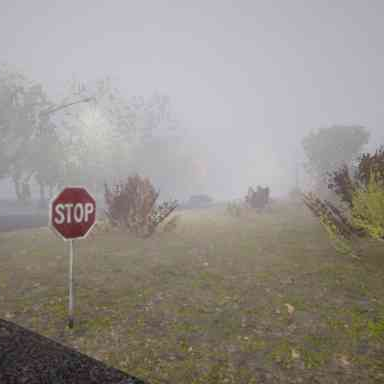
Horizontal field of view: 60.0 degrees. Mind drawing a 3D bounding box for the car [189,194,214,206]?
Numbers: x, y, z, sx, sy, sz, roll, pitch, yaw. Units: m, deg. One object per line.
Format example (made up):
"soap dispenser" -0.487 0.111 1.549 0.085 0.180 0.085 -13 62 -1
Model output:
"car" 1.401 1.077 46.934 1.837 1.490 4.892 0 1 29
